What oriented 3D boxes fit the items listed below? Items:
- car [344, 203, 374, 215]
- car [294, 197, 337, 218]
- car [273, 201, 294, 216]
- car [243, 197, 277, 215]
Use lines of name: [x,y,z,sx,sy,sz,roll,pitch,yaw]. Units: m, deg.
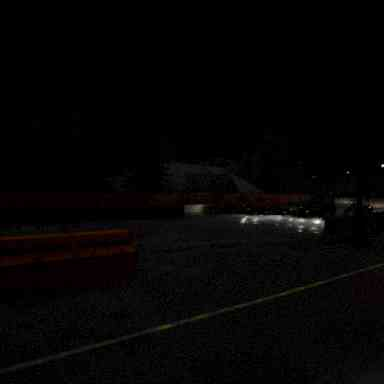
car: [16.681,1.826,33.155,2.128,1.511,4.902,0,-1,42]
car: [13.100,1.562,34.395,2.150,2.045,5.566,0,-1,43]
car: [11.563,1.971,37.891,1.895,1.301,4.718,0,-1,42]
car: [8.264,1.600,39.474,2.150,2.045,5.566,0,-1,43]
